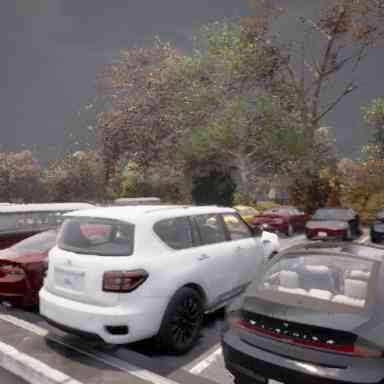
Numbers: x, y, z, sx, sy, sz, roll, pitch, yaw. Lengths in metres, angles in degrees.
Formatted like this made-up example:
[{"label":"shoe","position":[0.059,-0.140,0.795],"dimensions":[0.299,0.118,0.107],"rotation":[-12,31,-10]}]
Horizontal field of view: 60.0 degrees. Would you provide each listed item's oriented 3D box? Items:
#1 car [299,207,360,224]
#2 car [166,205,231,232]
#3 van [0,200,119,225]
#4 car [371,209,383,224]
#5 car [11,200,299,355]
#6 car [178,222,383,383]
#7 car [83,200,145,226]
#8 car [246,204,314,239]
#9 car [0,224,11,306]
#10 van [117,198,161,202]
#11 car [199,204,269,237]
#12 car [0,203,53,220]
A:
[{"label":"car","position":[7.378,1.544,17.227],"dimensions":[2.163,1.488,4.792],"rotation":[-1,-1,35]},{"label":"car","position":[0.585,1.658,22.092],"dimensions":[2.002,1.452,4.674],"rotation":[-1,-1,35]},{"label":"van","position":[-4.580,1.356,9.860],"dimensions":[1.878,1.987,4.442],"rotation":[-1,-1,35]},{"label":"car","position":[9.681,1.510,15.661],"dimensions":[2.163,1.488,4.792],"rotation":[-1,0,35]},{"label":"car","position":[-0.062,1.261,6.539],"dimensions":[2.435,2.045,5.566],"rotation":[-1,-1,35]},{"label":"car","position":[2.209,1.479,4.884],"dimensions":[2.231,1.521,4.892],"rotation":[-1,-1,35]},{"label":"car","position":[-6.236,1.599,26.916],"dimensions":[2.185,1.767,4.553],"rotation":[-1,-1,35]},{"label":"car","position":[5.122,1.549,18.861],"dimensions":[2.097,1.535,5.008],"rotation":[-1,-1,35]},{"label":"car","position":[-2.364,1.547,8.134],"dimensions":[2.097,1.535,5.008],"rotation":[-1,-1,35]},{"label":"van","position":[-3.888,1.461,25.423],"dimensions":[1.878,1.987,4.442],"rotation":[-1,-1,35]},{"label":"car","position":[2.747,1.581,20.329],"dimensions":[1.946,1.575,5.366],"rotation":[-1,-1,35]},{"label":"car","position":[-17.551,1.955,35.023],"dimensions":[2.097,1.535,5.008],"rotation":[-1,-1,36]}]
